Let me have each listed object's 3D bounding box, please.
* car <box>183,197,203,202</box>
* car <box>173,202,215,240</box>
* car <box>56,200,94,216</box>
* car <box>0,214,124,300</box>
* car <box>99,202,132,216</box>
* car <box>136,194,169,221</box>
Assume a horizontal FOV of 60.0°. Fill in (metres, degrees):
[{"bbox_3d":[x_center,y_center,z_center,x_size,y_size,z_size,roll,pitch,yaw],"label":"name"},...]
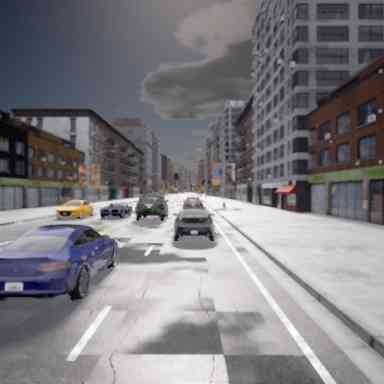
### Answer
[{"bbox_3d":[0.097,1.297,35.139,2.097,1.767,4.553,0,0,0],"label":"car"},{"bbox_3d":[0.099,1.477,16.689,1.837,1.490,4.892,0,0,0],"label":"car"},{"bbox_3d":[-9.771,1.434,28.117,1.882,1.535,5.008,0,0,0],"label":"car"},{"bbox_3d":[-3.148,1.512,8.197,1.812,1.442,4.674,0,0,0],"label":"car"},{"bbox_3d":[-6.515,1.556,28.794,1.895,1.301,4.718,0,0,0],"label":"car"},{"bbox_3d":[-3.149,1.178,27.057,2.150,2.045,5.566,0,0,0],"label":"car"}]
